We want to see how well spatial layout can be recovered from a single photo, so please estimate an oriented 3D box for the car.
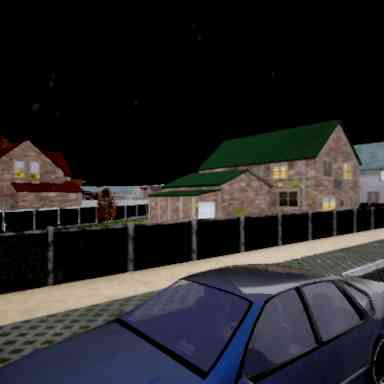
[{"bbox_3d":[0.598,1.604,3.671,5.357,1.411,2.033,0,-1,-38],"label":"car"}]
